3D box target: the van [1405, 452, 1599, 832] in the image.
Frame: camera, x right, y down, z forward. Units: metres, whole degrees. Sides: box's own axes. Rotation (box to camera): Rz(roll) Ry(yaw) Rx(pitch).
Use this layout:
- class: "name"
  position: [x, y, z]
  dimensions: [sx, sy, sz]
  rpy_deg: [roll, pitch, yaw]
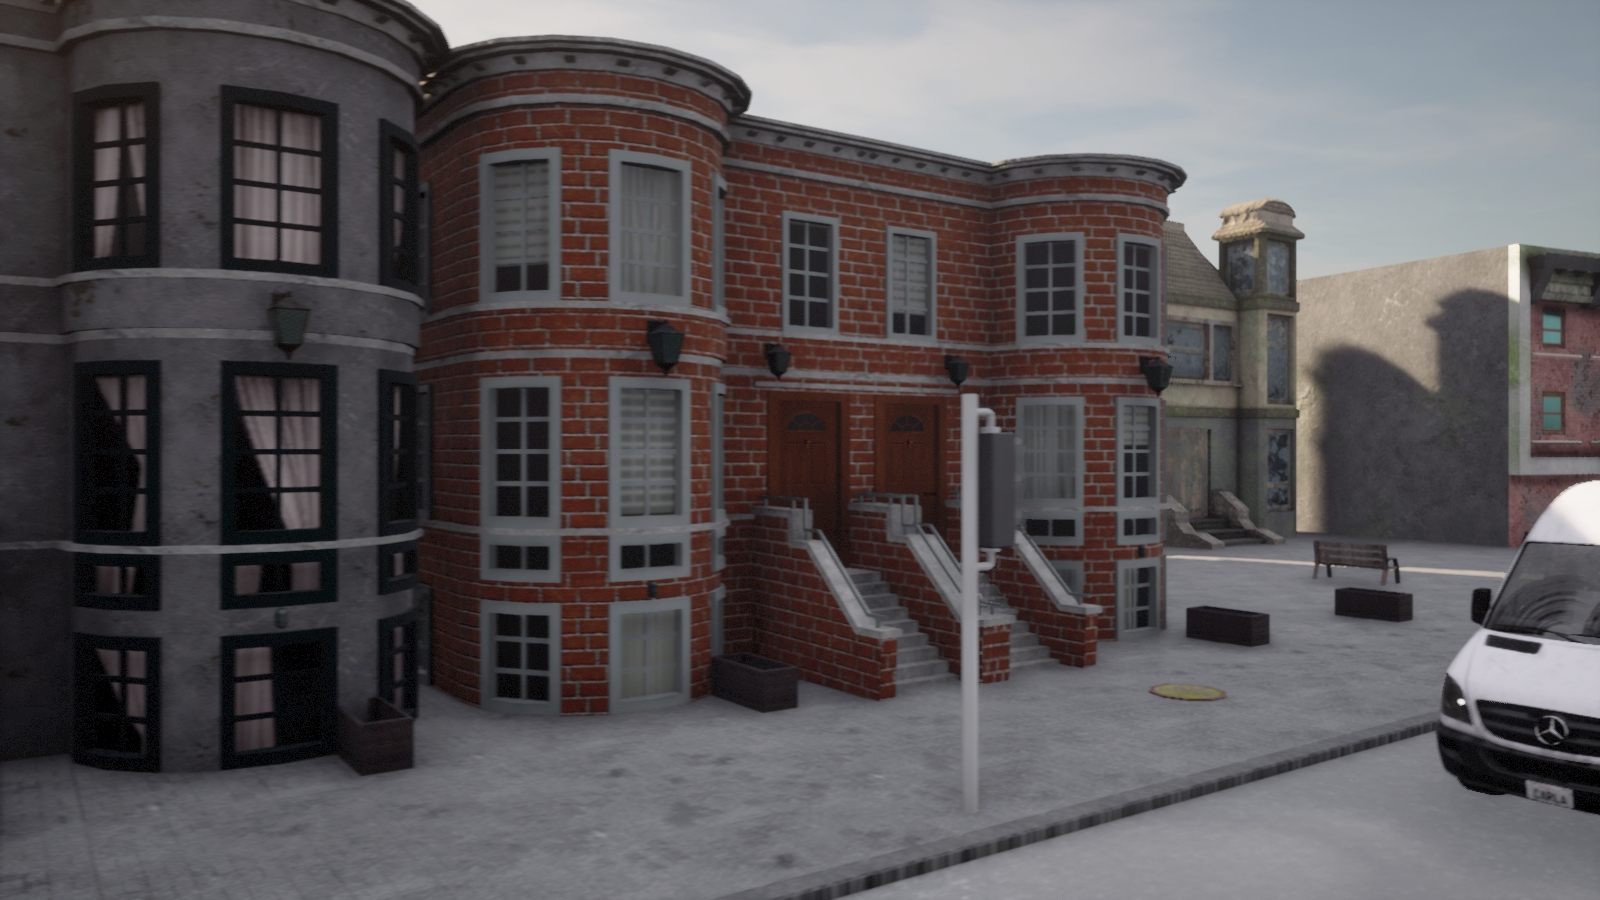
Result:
- class: "van"
  position: [7.740, 1.312, 9.831]
  dimensions: [5.915, 2.561, 1.988]
  rpy_deg: [-1, 1, -35]
